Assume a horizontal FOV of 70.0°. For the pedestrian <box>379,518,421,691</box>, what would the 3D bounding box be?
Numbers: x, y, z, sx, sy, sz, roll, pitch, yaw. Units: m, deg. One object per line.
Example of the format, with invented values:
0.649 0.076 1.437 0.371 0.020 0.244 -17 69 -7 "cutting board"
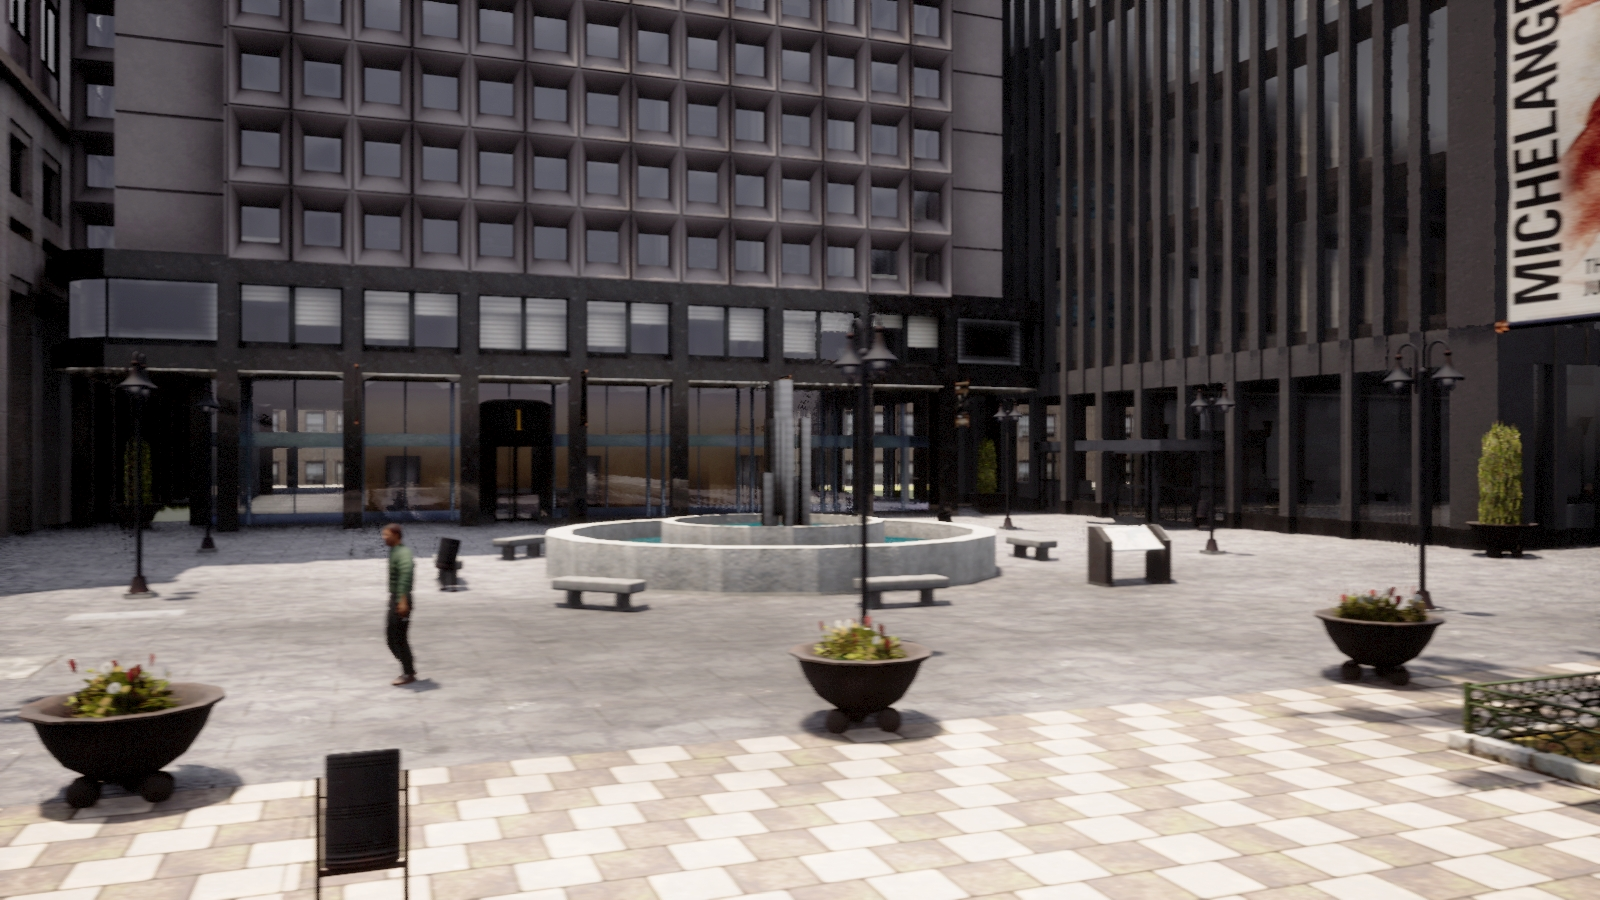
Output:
-4.485 1.711 12.807 0.375 1.860 0.375 0 0 -32 "pedestrian"
